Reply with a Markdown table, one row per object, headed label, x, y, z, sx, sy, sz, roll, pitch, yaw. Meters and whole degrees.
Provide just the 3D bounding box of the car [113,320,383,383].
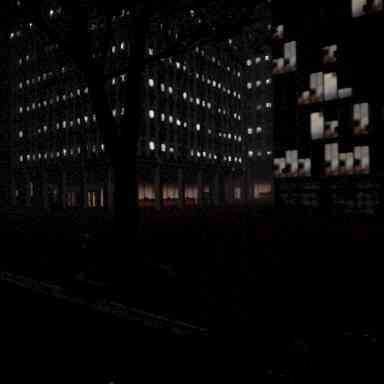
| label | x | y | z | sx | sy | sz | roll | pitch | yaw |
| --- | --- | --- | --- | --- | --- | --- | --- | --- | --- |
| car | 1.305 | 1.551 | 1.957 | 4.403 | 1.369 | 2.008 | 0 | -1 | 36 |
